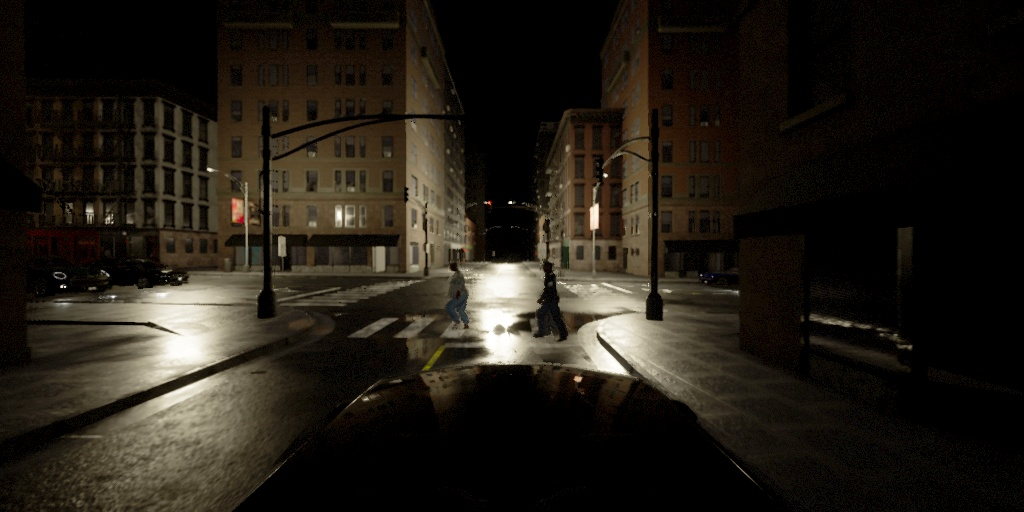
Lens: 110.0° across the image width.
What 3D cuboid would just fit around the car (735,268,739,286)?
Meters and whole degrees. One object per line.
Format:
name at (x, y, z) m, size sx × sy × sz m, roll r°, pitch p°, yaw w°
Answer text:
car at (16.306, 1.491, 21.565) m, size 4.181 × 1.385 × 1.994 m, roll 1°, pitch 0°, yaw 0°

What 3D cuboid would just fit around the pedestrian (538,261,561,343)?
pedestrian at (0.844, 1.009, 8.099) m, size 0.375 × 1.860 × 0.375 m, roll 0°, pitch 0°, yaw 0°

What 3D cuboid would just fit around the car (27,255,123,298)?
car at (-19.837, 0.738, 15.049) m, size 4.553 × 1.767 × 2.097 m, roll 1°, pitch 0°, yaw 0°

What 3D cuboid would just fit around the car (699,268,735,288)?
car at (15.634, 1.500, 24.820) m, size 4.718 × 1.301 × 1.895 m, roll 1°, pitch 0°, yaw 0°

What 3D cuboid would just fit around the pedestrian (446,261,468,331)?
pedestrian at (-1.417, 0.997, 9.305) m, size 0.375 × 1.860 × 0.375 m, roll 0°, pitch 0°, yaw 0°

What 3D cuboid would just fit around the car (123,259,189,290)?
car at (-19.354, 0.881, 18.296) m, size 4.892 × 1.490 × 1.837 m, roll 1°, pitch 0°, yaw 0°
